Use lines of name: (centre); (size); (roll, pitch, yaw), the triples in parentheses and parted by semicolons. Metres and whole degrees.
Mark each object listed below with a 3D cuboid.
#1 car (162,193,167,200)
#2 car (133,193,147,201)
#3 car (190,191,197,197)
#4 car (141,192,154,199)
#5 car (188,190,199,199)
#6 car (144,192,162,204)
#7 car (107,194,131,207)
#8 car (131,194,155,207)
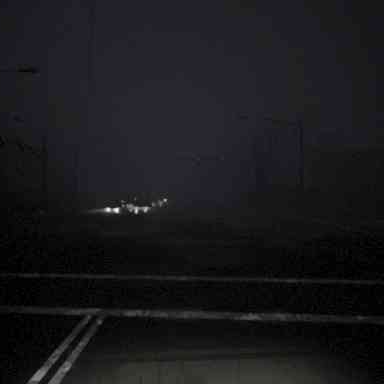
car: (-6.652, 1.067, 65.283); (1.895, 1.301, 4.718); (0, 1, 0)
car: (-10.154, 1.036, 65.017); (1.994, 1.385, 4.181); (0, 1, 0)
car: (0.469, 0.492, 87.692); (1.812, 1.442, 4.674); (0, 1, 0)
car: (-10.096, 0.783, 75.635); (2.033, 1.411, 5.357); (0, 1, 0)
car: (0.399, 0.510, 73.684); (2.150, 2.045, 5.566); (0, 1, 0)
car: (-6.706, 1.183, 55.706); (2.033, 1.411, 5.357); (0, 1, 0)
car: (-10.283, 1.268, 45.872); (2.128, 1.511, 4.902); (0, 1, 1)
car: (-6.779, 1.329, 46.476); (1.994, 1.385, 4.181); (0, 1, 1)
